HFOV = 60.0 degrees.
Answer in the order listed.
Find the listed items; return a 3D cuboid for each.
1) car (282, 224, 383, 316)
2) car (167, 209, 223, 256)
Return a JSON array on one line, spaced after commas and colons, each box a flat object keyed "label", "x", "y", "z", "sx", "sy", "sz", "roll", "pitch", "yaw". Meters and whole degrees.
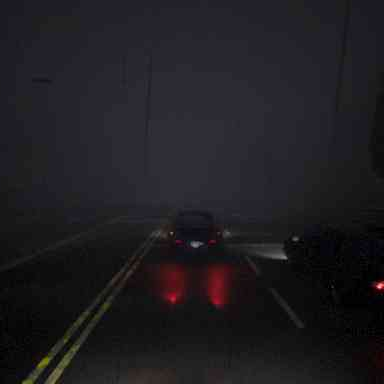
[{"label": "car", "x": 3.601, "y": 1.437, "z": 7.554, "sx": 2.033, "sy": 1.411, "sz": 5.357, "roll": 0, "pitch": 1, "yaw": 0}, {"label": "car", "x": 0.100, "y": 1.351, "z": 12.205, "sx": 1.812, "sy": 1.442, "sz": 4.674, "roll": 0, "pitch": 1, "yaw": 0}]
